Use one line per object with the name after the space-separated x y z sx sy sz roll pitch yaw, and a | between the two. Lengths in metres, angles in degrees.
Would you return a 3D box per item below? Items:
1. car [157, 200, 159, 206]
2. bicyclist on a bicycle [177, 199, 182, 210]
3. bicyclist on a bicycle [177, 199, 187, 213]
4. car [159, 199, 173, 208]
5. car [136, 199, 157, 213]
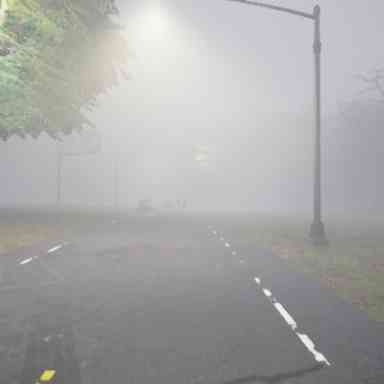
-7.039 2.515 75.459 2.033 1.411 5.357 0 -2 -11 | car
-1.861 1.798 47.639 0.582 1.620 1.656 0 -1 -7 | bicyclist on a bicycle
-0.997 1.685 39.644 0.866 1.612 1.509 0 -1 -6 | bicyclist on a bicycle
-4.402 2.051 59.859 1.837 1.490 4.892 0 -1 -8 | car
-5.671 1.608 40.521 2.097 1.767 4.553 0 -1 -6 | car
